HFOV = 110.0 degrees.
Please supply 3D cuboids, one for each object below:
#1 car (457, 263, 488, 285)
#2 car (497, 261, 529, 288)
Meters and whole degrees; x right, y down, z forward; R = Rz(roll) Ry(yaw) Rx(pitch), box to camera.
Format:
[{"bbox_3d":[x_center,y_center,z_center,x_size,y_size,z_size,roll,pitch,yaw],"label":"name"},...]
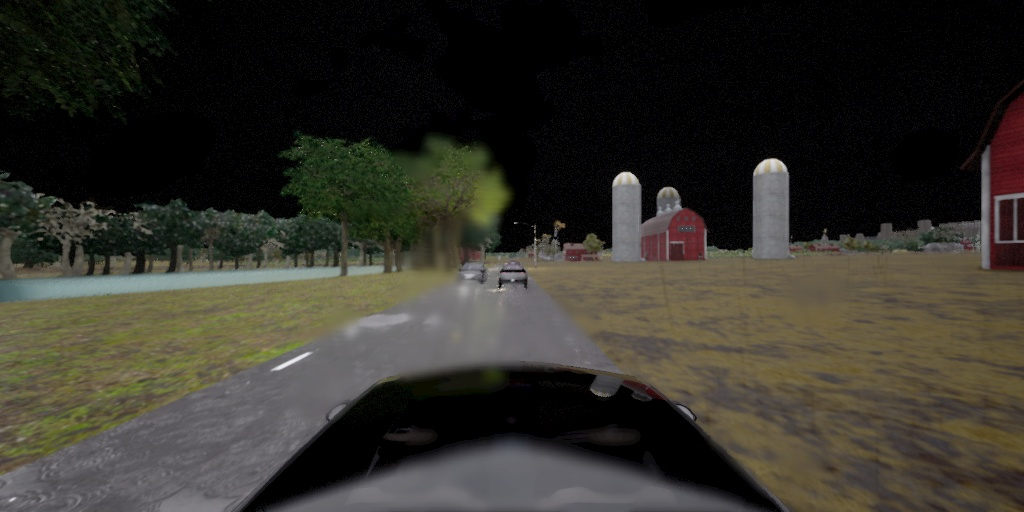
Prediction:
[{"bbox_3d":[-2.797,1.237,26.205,2.128,1.511,4.902,0,0,1],"label":"car"},{"bbox_3d":[0.068,1.231,23.607,2.128,1.511,4.902,0,0,0],"label":"car"}]
